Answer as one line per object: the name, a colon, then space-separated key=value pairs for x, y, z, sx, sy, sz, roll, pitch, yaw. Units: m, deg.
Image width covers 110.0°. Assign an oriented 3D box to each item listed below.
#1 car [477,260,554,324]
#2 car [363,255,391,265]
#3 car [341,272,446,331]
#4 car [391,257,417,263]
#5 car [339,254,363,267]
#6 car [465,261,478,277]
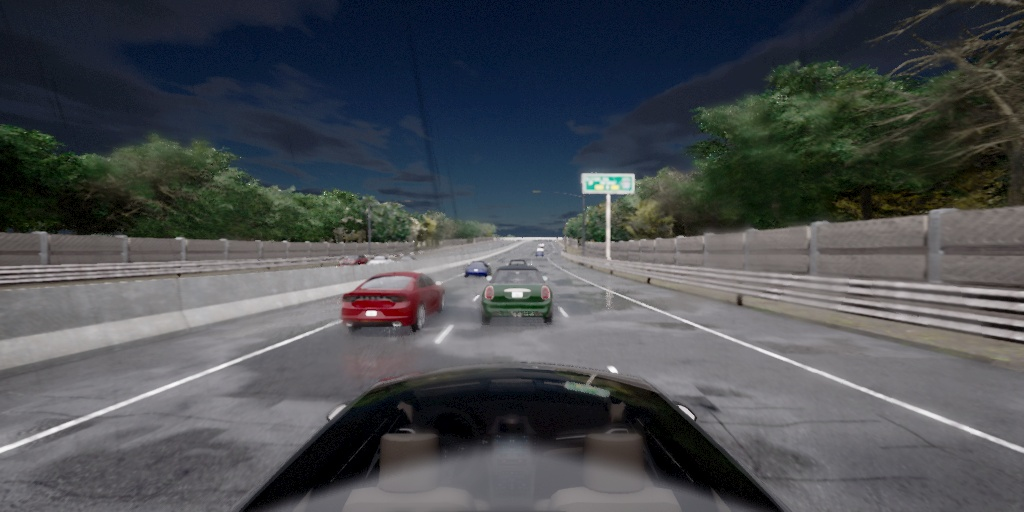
car: x=0.170 y=1.088 z=12.112 sx=2.097 sy=1.767 sz=4.553 roll=0 pitch=0 yaw=1
car: x=-16.712 y=0.820 z=45.655 sx=1.812 sy=1.442 sz=4.674 roll=0 pitch=1 yaw=2
car: x=-3.341 y=1.216 z=11.046 sx=1.882 sy=1.535 sz=5.008 roll=0 pitch=0 yaw=0
car: x=-13.219 y=0.824 z=45.479 sx=1.812 sy=1.442 sz=4.674 roll=0 pitch=1 yaw=2
car: x=-20.194 y=0.639 z=45.923 sx=2.097 sy=1.767 sz=4.553 roll=0 pitch=1 yaw=3
car: x=-2.967 y=1.115 z=31.878 sx=1.994 sy=1.385 sz=4.181 roll=0 pitch=1 yaw=1
